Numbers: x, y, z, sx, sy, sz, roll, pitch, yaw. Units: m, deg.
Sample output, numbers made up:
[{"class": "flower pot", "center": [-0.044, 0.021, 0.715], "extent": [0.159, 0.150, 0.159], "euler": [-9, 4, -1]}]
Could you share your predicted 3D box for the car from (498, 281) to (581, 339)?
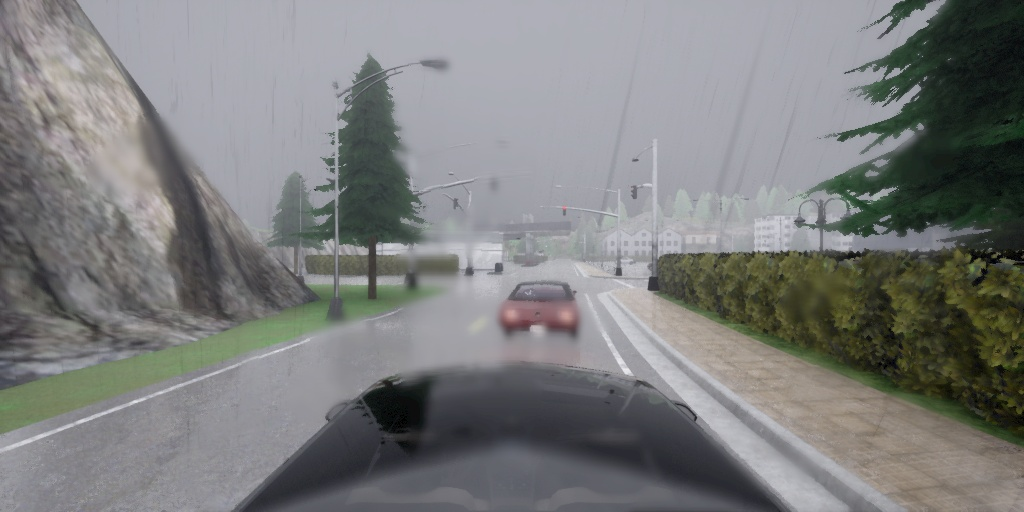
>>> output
[{"class": "car", "center": [0.921, 1.351, 10.183], "extent": [1.895, 1.301, 4.718], "euler": [0, 0, 8]}]
